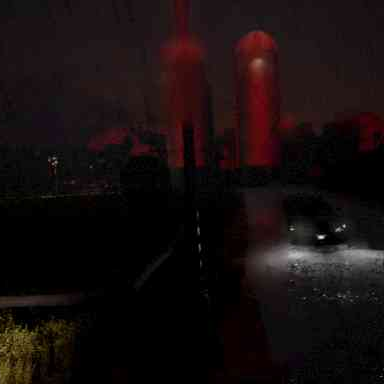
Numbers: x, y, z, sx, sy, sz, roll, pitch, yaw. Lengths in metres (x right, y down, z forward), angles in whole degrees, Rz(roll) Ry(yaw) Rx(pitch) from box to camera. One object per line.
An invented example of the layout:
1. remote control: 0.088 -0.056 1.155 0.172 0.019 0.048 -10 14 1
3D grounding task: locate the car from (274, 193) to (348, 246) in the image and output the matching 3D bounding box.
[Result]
1. car: 4.117 0.879 12.148 1.837 1.490 4.892 -3 4 8

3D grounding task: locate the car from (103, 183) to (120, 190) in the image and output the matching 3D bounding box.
1. car: -19.873 -1.210 82.970 4.611 1.667 2.242 -3 3 8
